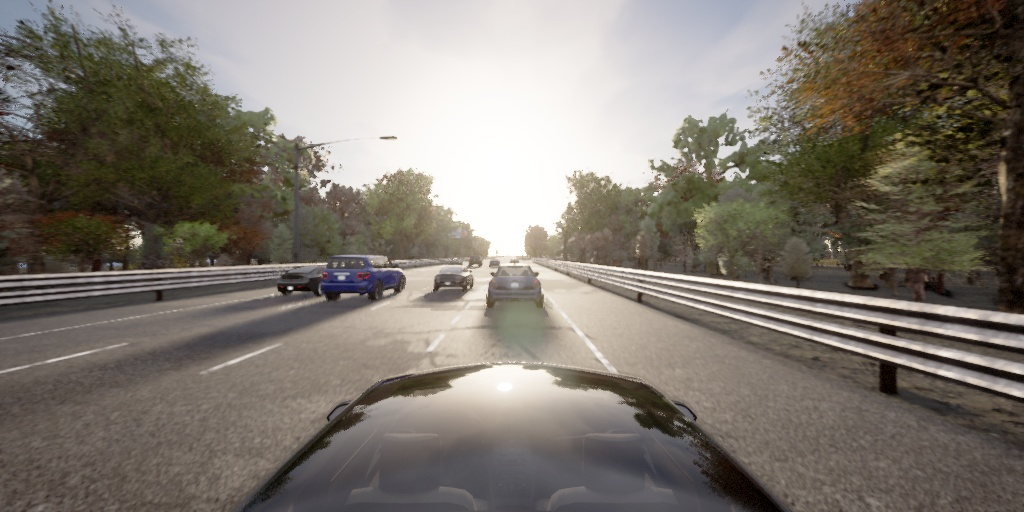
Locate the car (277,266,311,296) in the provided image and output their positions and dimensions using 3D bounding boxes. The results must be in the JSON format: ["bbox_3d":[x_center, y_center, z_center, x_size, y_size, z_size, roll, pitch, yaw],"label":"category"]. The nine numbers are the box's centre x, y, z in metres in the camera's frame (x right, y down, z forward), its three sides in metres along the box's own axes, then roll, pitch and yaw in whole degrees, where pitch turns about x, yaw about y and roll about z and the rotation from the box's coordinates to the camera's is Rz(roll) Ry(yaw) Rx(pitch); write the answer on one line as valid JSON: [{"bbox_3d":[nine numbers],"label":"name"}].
[{"bbox_3d":[-10.375,1.242,19.213,1.837,1.490,4.892,0,0,0],"label":"car"}]

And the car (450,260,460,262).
[{"bbox_3d":[-10.103,1.311,64.524,1.895,1.301,4.718,0,0,0],"label":"car"}]

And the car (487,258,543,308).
[{"bbox_3d":[0.115,1.091,15.376,2.097,1.767,4.553,0,0,0],"label":"car"}]

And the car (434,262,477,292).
[{"bbox_3d":[-3.369,1.260,21.149,1.812,1.442,4.674,0,0,0],"label":"car"}]

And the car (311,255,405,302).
[{"bbox_3d":[-6.882,0.960,17.176,2.150,2.045,5.566,0,0,0],"label":"car"}]
